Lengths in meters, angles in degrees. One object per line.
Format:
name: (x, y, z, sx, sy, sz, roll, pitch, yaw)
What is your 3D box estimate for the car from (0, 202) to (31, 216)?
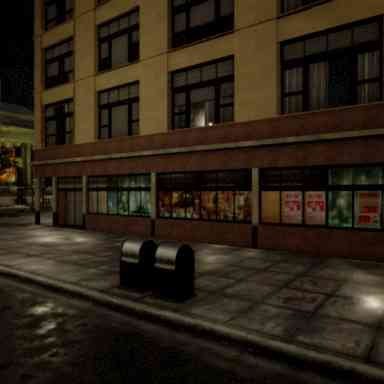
car: (-17.478, 1.593, 30.513, 1.895, 1.301, 4.718, 0, 0, 38)
